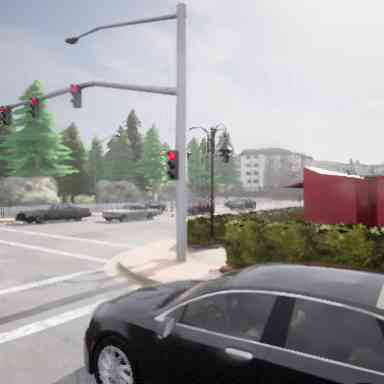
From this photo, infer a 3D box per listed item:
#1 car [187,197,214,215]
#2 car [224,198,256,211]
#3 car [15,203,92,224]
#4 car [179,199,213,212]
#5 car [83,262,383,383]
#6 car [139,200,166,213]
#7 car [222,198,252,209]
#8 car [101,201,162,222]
[{"bbox_3d":[0.378,1.384,33.927,2.097,1.767,4.553,0,0,36],"label":"car"},{"bbox_3d":[6.481,1.537,42.336,1.837,1.490,4.892,0,0,36],"label":"car"},{"bbox_3d":[-10.267,1.575,25.170,2.033,1.411,5.357,0,0,39],"label":"car"},{"bbox_3d":[0.561,1.591,40.133,1.994,1.385,4.181,0,0,37],"label":"car"},{"bbox_3d":[0.916,1.504,3.347,4.892,1.490,1.837,0,0,36],"label":"car"},{"bbox_3d":[-4.674,1.519,32.920,2.128,1.511,4.902,0,0,36],"label":"car"},{"bbox_3d":[6.676,1.575,48.551,2.033,1.411,5.357,0,0,36],"label":"car"},{"bbox_3d":[-4.925,1.632,26.609,1.895,1.301,4.718,0,0,36],"label":"car"}]
